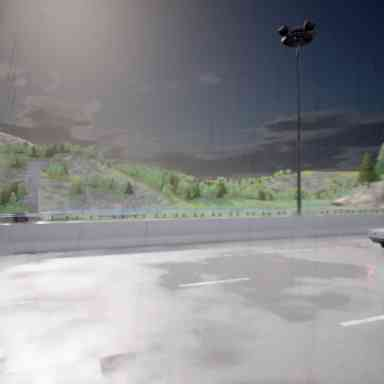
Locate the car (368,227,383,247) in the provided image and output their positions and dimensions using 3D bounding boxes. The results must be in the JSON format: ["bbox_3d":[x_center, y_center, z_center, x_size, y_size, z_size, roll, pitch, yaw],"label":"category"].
[{"bbox_3d":[10.121,1.808,14.448,4.718,1.301,1.895,0,-1,-21],"label":"car"}]
